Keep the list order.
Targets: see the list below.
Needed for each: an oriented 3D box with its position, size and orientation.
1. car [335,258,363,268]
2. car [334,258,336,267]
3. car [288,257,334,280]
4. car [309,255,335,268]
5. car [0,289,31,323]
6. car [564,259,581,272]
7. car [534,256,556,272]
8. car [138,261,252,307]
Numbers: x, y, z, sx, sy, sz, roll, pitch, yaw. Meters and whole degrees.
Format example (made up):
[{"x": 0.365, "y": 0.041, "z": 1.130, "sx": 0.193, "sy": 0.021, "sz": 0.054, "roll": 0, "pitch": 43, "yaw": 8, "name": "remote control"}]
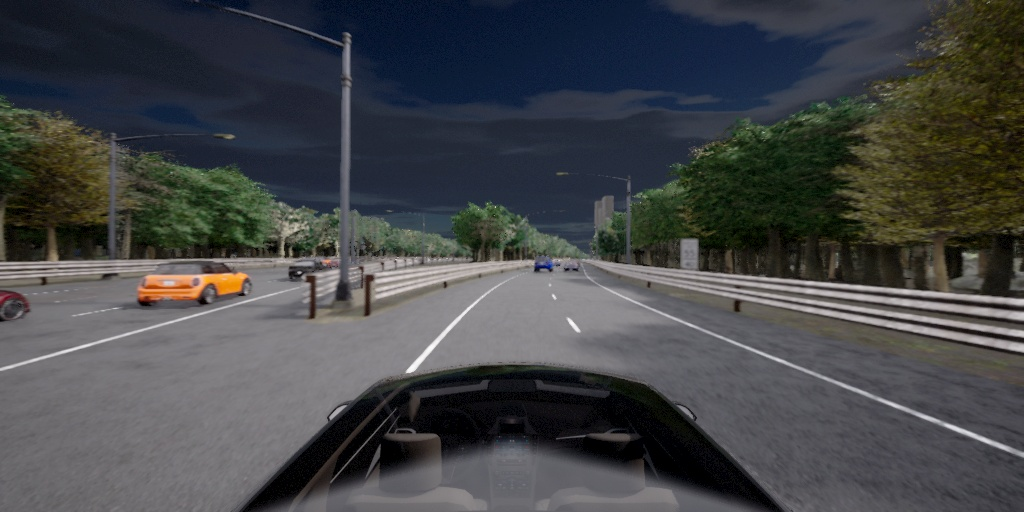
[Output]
[{"x": -19.367, "y": 1.122, "z": 43.614, "sx": 2.033, "sy": 1.411, "sz": 5.357, "roll": 1, "pitch": 0, "yaw": -11, "name": "car"}, {"x": -23.933, "y": 1.053, "z": 49.734, "sx": 1.812, "sy": 1.442, "sz": 4.674, "roll": 0, "pitch": -1, "yaw": -10, "name": "car"}, {"x": -16.302, "y": 1.085, "z": 29.020, "sx": 1.882, "sy": 1.535, "sz": 5.008, "roll": 1, "pitch": 0, "yaw": -13, "name": "car"}, {"x": -28.317, "y": 0.846, "z": 53.710, "sx": 2.097, "sy": 1.767, "sz": 4.553, "roll": 1, "pitch": 1, "yaw": -9, "name": "car"}, {"x": -14.696, "y": 1.179, "z": 8.655, "sx": 1.994, "sy": 1.385, "sz": 4.181, "roll": 1, "pitch": 0, "yaw": -15, "name": "car"}, {"x": 7.879, "y": 1.462, "z": 47.679, "sx": 1.895, "sy": 1.301, "sz": 4.718, "roll": 0, "pitch": 0, "yaw": 11, "name": "car"}, {"x": 4.159, "y": 1.048, "z": 46.817, "sx": 2.150, "sy": 2.045, "sz": 5.566, "roll": 0, "pitch": 0, "yaw": 11, "name": "car"}, {"x": -12.868, "y": 0.991, "z": 14.956, "sx": 2.097, "sy": 1.767, "sz": 4.553, "roll": 1, "pitch": 0, "yaw": -15, "name": "car"}]
